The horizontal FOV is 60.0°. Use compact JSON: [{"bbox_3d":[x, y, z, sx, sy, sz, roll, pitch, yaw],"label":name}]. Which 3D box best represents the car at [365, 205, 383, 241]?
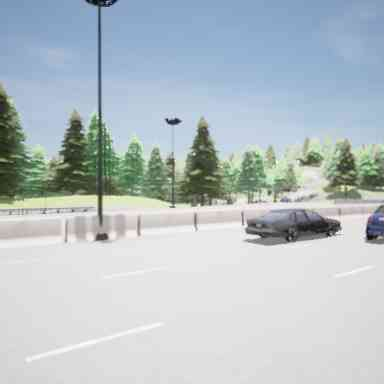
[{"bbox_3d":[9.905,1.281,15.111,4.553,1.767,2.097,0,0,-35],"label":"car"}]

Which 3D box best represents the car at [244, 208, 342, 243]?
[{"bbox_3d":[4.931,1.486,15.862,5.357,1.411,2.033,0,0,-35],"label":"car"}]
